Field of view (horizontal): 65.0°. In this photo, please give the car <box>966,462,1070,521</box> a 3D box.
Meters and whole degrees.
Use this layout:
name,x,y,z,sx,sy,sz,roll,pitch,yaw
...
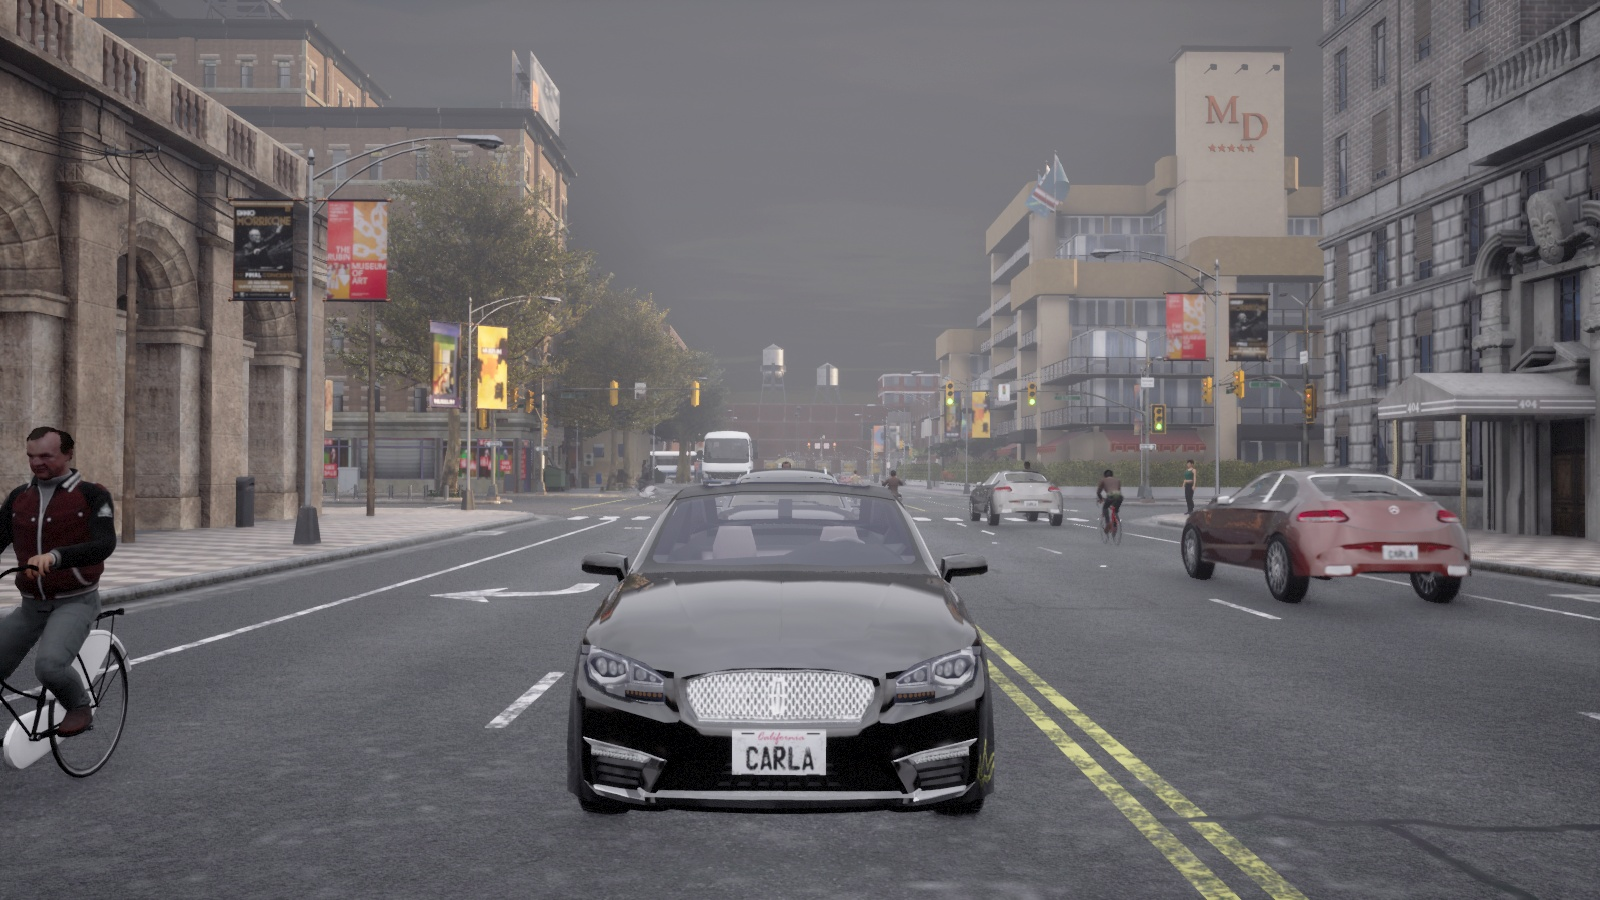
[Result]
name,x,y,z,sx,sy,sz,roll,pitch,yaw
car,6.495,1.203,37.972,2.152,1.651,5.027,0,-1,-1

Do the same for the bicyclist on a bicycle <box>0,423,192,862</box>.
name,x,y,z,sx,sy,sz,roll,pitch,yaw
bicyclist on a bicycle,-3.575,0.796,5.776,0.659,1.776,1.843,0,-1,0

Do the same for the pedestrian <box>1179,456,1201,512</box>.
name,x,y,z,sx,sy,sz,roll,pitch,yaw
pedestrian,12.871,1.114,41.451,0.594,1.836,0.345,0,-1,-17

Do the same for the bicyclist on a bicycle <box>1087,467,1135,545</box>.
name,x,y,z,sx,sy,sz,roll,pitch,yaw
bicyclist on a bicycle,6.699,1.195,27.144,0.582,1.620,1.656,0,-1,-1

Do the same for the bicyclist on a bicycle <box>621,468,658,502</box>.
name,x,y,z,sx,sy,sz,roll,pitch,yaw
bicyclist on a bicycle,-8.423,1.825,66.058,1.843,1.776,0.659,0,-1,-1

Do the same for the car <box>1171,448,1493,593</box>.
name,x,y,z,sx,sy,sz,roll,pitch,yaw
car,6.831,0.849,16.894,2.152,1.651,5.027,0,-1,0

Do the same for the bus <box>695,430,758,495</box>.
name,x,y,z,sx,sy,sz,roll,pitch,yaw
bus,-4.931,0.914,86.961,3.944,4.253,10.273,0,-1,-1

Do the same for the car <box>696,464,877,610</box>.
name,x,y,z,sx,sy,sz,roll,pitch,yaw
car,-0.165,1.024,16.622,2.033,1.649,4.856,0,-1,0

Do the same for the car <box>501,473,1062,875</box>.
name,x,y,z,sx,sy,sz,roll,pitch,yaw
car,-0.075,0.892,7.228,2.128,1.511,4.902,0,-1,0
